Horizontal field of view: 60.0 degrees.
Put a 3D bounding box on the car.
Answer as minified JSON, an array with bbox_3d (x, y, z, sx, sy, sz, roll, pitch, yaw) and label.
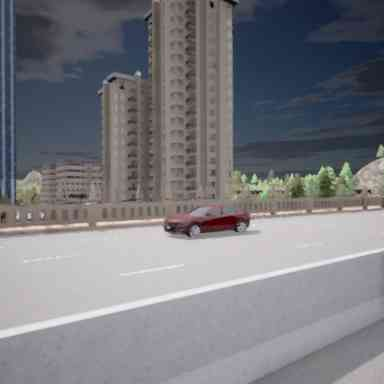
[{"bbox_3d":[0.887,1.435,17.523,5.008,1.535,1.882,0,0,-35],"label":"car"}]
